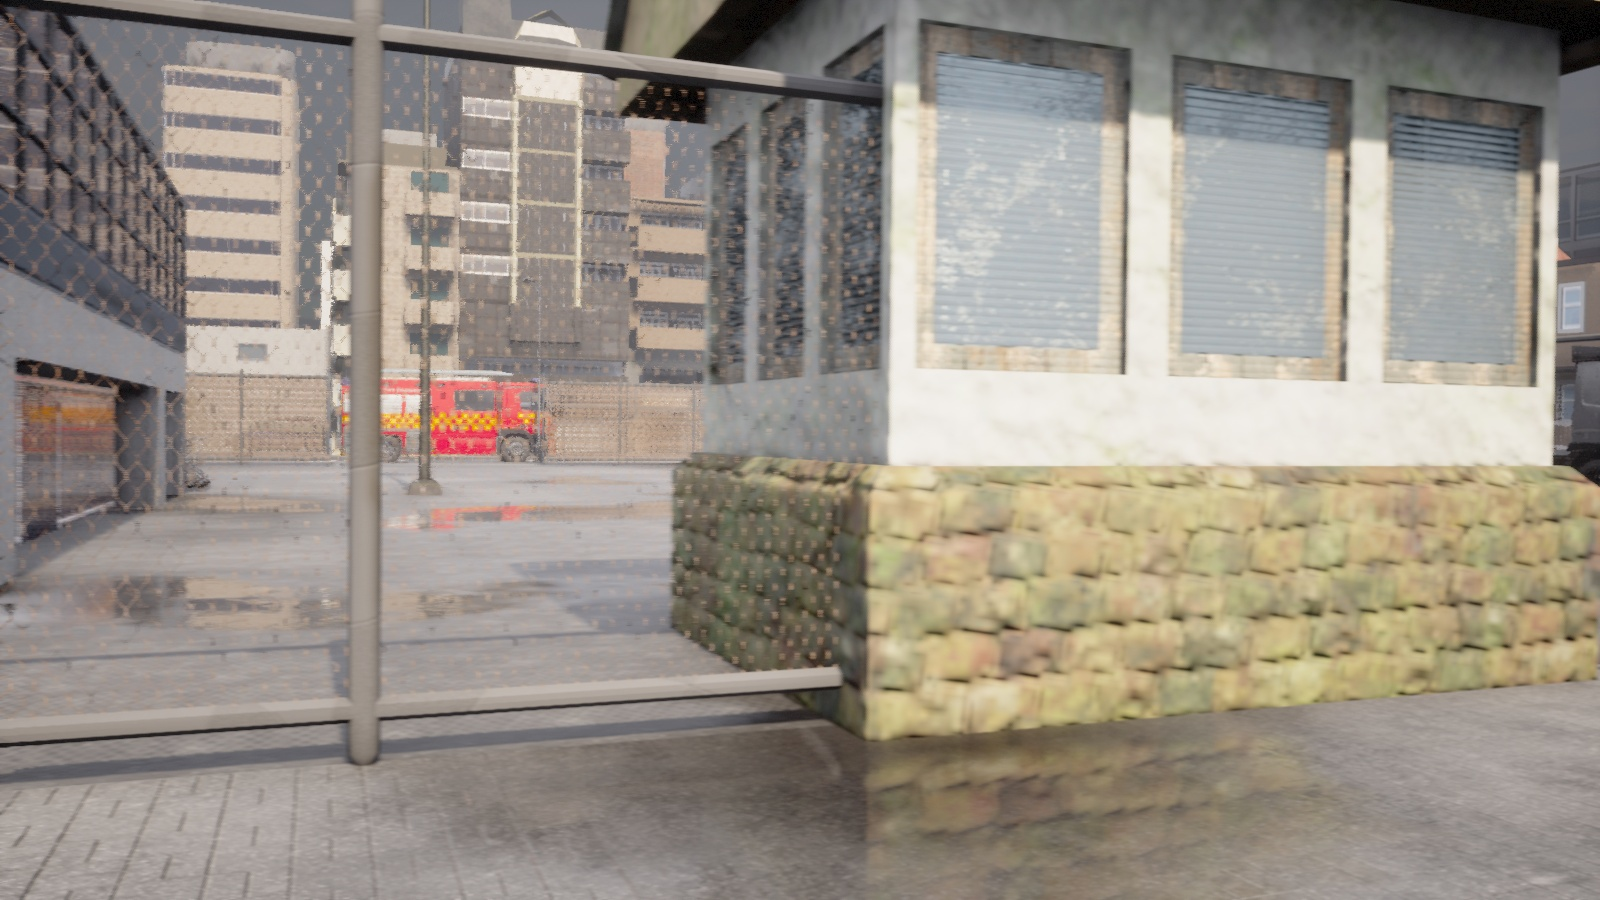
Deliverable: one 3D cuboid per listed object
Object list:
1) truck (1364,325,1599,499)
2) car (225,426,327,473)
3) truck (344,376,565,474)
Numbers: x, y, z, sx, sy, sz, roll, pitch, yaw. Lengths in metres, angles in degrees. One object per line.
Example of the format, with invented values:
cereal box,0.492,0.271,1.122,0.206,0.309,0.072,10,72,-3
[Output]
truck,16.617,-0.810,27.867,2.891,3.462,7.936,-1,1,-18
car,-21.925,-0.028,52.726,3.866,1.878,1.905,-1,1,-21
truck,-14.146,-1.049,51.412,8.468,3.827,2.891,-1,1,-20
